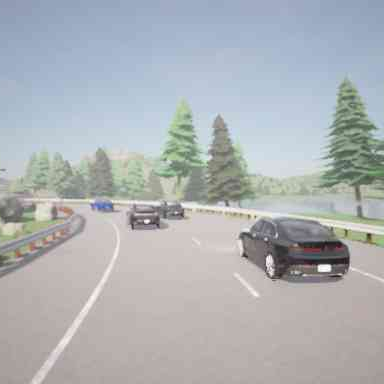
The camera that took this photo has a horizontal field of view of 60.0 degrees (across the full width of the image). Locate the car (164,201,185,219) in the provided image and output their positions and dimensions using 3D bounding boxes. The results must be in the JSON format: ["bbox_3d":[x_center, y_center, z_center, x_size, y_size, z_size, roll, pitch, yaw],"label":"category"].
[{"bbox_3d":[-2.101,1.520,29.363,2.128,1.511,4.902,0,0,-20],"label":"car"}]

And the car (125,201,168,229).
[{"bbox_3d":[-3.286,1.522,21.846,2.128,1.511,4.902,0,0,-16],"label":"car"}]

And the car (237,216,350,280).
[{"bbox_3d":[2.727,1.496,9.988,1.837,1.490,4.892,0,0,-7],"label":"car"}]

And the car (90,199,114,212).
[{"bbox_3d":[-10.743,1.559,39.562,1.882,1.535,5.008,0,0,-29],"label":"car"}]
